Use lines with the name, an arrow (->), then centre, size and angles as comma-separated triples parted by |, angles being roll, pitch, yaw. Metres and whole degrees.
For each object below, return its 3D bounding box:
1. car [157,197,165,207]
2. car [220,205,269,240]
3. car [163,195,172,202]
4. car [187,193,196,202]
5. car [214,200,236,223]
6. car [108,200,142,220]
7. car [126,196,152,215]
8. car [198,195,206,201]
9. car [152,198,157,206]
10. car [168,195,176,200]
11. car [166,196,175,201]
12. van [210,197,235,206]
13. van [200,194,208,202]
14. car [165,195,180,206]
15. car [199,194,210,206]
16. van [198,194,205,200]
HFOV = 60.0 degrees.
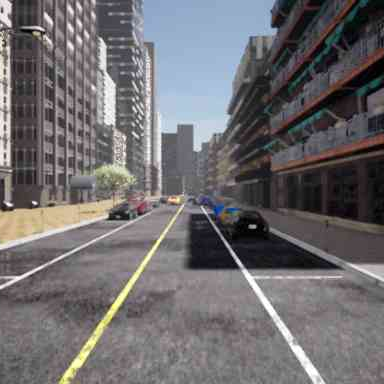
car -> -5.699, 1.582, 49.947 | 2.008, 1.369, 4.403 | 0, 0, 0
car -> 2.686, 1.569, 16.810 | 1.947, 1.339, 4.313 | 0, 0, 0
car -> -5.704, 1.512, 77.562 | 1.967, 1.590, 4.097 | 0, 0, 0
car -> -0.009, 1.525, 74.566 | 1.895, 1.301, 4.718 | 0, 0, 0
car -> 2.685, 1.531, 22.503 | 1.752, 1.417, 4.829 | 0, 0, 0
car -> -5.696, 1.575, 27.856 | 1.947, 1.339, 4.313 | 0, 0, 0
car -> -5.697, 1.329, 33.378 | 2.192, 1.841, 5.009 | 0, 0, 0
car -> 2.676, 1.639, 88.607 | 1.887, 1.381, 4.507 | 0, 0, 0
car -> -5.698, 1.570, 38.901 | 2.008, 1.369, 4.403 | 0, 0, 0
car -> -5.706, 1.657, 94.129 | 2.008, 1.369, 4.403 | 0, 0, 0
car -> -5.705, 1.645, 88.606 | 2.008, 1.369, 4.403 | 0, 0, 0
van -> 2.684, 1.351, 27.857 | 1.690, 1.788, 3.998 | 0, 0, 0
van -> 2.677, 1.413, 77.562 | 1.690, 1.788, 3.998 | 0, 0, 0
car -> -3.054, 1.519, 57.783 | 1.882, 1.535, 5.008 | 0, 0, 1
car -> 2.353, 1.517, 56.846 | 1.882, 1.535, 5.008 | 0, 0, 0
van -> 2.675, 1.447, 94.130 | 1.690, 1.788, 3.998 | 0, 0, 0
